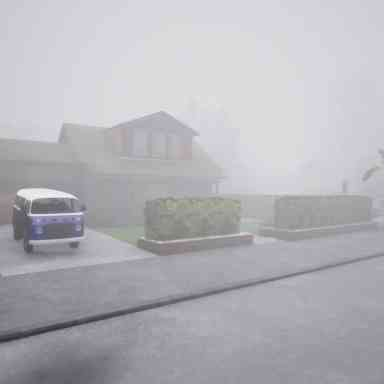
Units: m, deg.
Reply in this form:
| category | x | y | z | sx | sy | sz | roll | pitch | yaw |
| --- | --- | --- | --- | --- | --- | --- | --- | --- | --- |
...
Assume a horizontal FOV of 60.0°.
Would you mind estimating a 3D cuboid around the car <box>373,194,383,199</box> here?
| category | x | y | z | sx | sy | sz | roll | pitch | yaw |
| --- | --- | --- | --- | --- | --- | --- | --- | --- | --- |
| car | 23.994 | 0.984 | 40.731 | 3.866 | 1.878 | 1.905 | 0 | 0 | 0 |

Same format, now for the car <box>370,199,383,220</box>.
| category | x | y | z | sx | sy | sz | roll | pitch | yaw |
| --- | --- | --- | --- | --- | --- | --- | --- | --- | --- |
| car | 13.145 | 1.525 | 27.914 | 1.812 | 1.442 | 4.674 | 0 | 0 | -35 |
